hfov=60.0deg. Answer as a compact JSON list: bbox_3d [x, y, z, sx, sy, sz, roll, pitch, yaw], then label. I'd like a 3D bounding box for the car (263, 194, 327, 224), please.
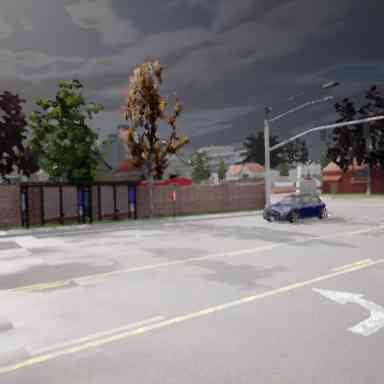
[{"bbox_3d":[6.744,0.995,21.673,4.553,1.767,2.097,-2,1,-35],"label":"car"}]
